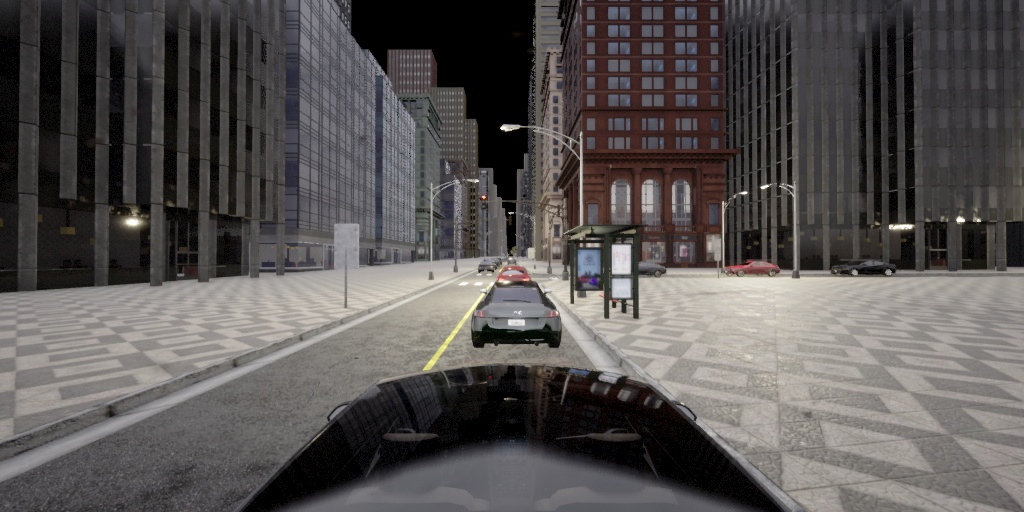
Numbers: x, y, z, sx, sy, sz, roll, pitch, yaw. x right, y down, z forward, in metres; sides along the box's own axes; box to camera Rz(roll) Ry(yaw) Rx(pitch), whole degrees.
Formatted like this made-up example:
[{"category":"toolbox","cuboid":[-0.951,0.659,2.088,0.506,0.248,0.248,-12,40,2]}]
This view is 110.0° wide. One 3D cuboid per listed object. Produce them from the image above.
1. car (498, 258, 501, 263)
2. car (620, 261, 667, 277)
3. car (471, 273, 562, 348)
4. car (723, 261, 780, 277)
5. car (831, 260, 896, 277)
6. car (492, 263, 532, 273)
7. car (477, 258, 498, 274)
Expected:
[{"category":"car","cuboid":[-3.106,1.167,52.786,2.128,1.511,4.902,0,0,0]},{"category":"car","cuboid":[11.864,1.225,33.223,4.674,1.442,1.812,0,-1,-2]},{"category":"car","cuboid":[0.097,1.314,9.257,1.994,1.385,4.181,0,0,0]},{"category":"car","cuboid":[22.183,1.189,33.220,4.674,1.442,1.812,0,-1,0]},{"category":"car","cuboid":[32.448,1.104,33.203,5.008,1.535,1.882,-1,-1,0]},{"category":"car","cuboid":[0.114,1.269,19.092,1.812,1.442,4.674,0,0,1]},{"category":"car","cuboid":[-2.967,1.250,41.580,2.033,1.411,5.357,0,0,-3]}]
